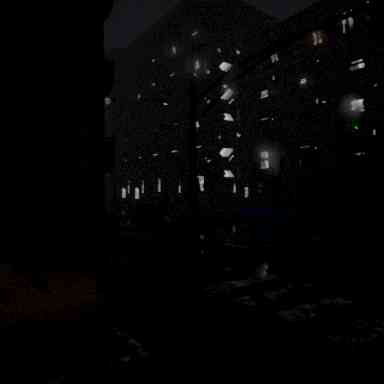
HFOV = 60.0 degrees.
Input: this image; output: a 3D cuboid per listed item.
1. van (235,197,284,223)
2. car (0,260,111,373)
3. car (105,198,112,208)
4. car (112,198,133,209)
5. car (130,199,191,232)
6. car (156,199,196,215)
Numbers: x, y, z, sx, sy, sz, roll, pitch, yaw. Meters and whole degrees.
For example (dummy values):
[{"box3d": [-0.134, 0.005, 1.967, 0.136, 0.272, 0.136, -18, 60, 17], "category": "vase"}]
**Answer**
[{"box3d": [4.996, 1.286, 24.985, 1.690, 1.788, 3.998, 0, 0, -36], "category": "van"}, {"box3d": [-3.493, 1.525, 4.073, 4.829, 1.417, 1.752, 0, 0, -36], "category": "car"}, {"box3d": [-11.645, 1.469, 47.884, 1.887, 1.381, 4.507, 0, 0, -36], "category": "car"}, {"box3d": [-8.317, 1.469, 43.304, 1.887, 1.381, 4.507, 0, 0, -36], "category": "car"}, {"box3d": [-1.794, 1.444, 20.074, 1.967, 1.590, 4.097, 0, 0, -36], "category": "car"}, {"box3d": [-1.761, 1.456, 34.283, 1.752, 1.417, 4.829, 0, 0, -36], "category": "car"}]
